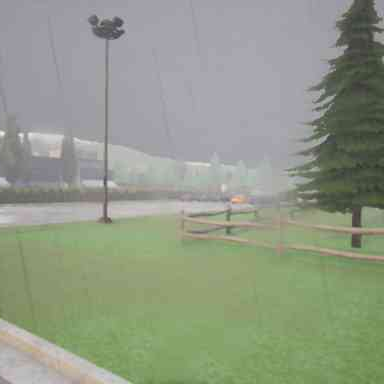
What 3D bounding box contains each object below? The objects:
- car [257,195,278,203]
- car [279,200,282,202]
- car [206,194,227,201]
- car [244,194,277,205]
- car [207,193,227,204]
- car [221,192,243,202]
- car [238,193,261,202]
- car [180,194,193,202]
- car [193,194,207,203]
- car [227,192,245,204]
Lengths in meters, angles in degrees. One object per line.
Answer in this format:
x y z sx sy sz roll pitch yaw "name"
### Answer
13.358 1.202 58.952 1.895 1.301 4.718 1 1 36 "car"
16.180 0.882 56.871 2.150 2.045 5.566 1 1 36 "car"
4.910 1.023 65.183 1.895 1.301 4.718 1 1 36 "car"
10.137 1.207 48.600 2.033 1.411 5.357 1 1 37 "car"
5.037 1.032 53.466 2.128 1.511 4.902 1 1 37 "car"
7.694 0.834 63.055 2.097 1.767 4.553 1 1 36 "car"
10.526 1.033 61.004 2.128 1.511 4.902 1 1 36 "car"
-0.260 0.985 58.071 1.994 1.385 4.181 1 1 37 "car"
2.642 1.045 56.100 1.994 1.385 4.181 1 1 37 "car"
7.831 1.077 51.361 1.882 1.535 5.008 1 1 37 "car"
